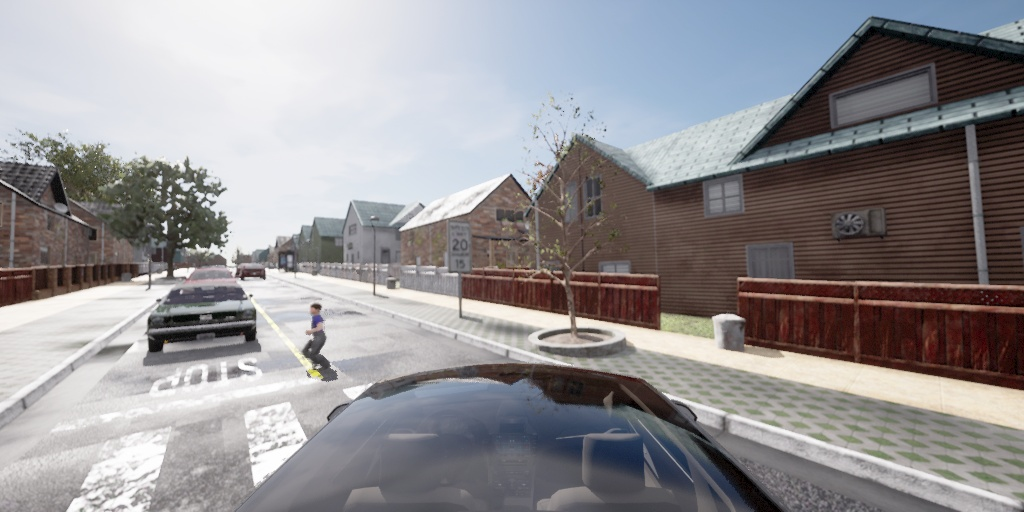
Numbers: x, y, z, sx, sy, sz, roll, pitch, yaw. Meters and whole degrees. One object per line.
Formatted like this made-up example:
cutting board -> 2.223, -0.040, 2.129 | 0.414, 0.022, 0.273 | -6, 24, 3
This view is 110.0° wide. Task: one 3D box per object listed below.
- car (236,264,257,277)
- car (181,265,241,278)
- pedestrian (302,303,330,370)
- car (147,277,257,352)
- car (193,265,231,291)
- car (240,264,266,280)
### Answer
car -> -31.355, 1.630, 42.249 | 1.812, 1.442, 4.674 | 1, -1, -39
car -> -14.302, 1.321, 17.069 | 1.882, 1.535, 5.008 | 1, -1, -39
pedestrian -> -3.379, 1.341, 6.301 | 0.375, 1.300, 0.375 | 4, -6, -39
car -> -7.829, 1.382, 9.227 | 1.895, 1.301, 4.718 | 1, -1, -40
car -> -20.551, 1.413, 24.673 | 1.837, 1.490, 4.892 | 1, 0, -39
car -> -24.978, 1.490, 34.524 | 1.882, 1.535, 5.008 | 1, -1, -39
